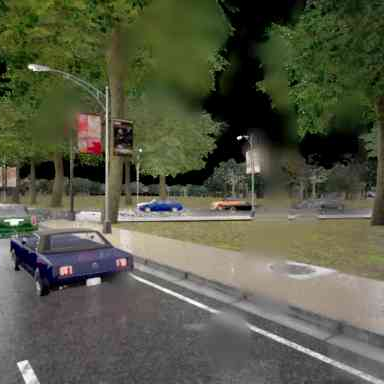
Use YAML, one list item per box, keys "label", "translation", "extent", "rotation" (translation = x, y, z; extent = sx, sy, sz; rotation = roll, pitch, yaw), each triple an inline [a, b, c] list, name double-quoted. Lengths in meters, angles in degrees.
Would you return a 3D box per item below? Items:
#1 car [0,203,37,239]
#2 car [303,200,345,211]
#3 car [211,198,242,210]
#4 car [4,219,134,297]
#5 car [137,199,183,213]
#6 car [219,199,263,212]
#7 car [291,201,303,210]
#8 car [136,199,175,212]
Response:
- label: "car"
  translation: [-8.887, 1.353, 15.914]
  extent: [2.097, 1.767, 4.553]
  rotation: [0, 0, -37]
- label: "car"
  translation: [17.730, 1.759, 43.790]
  extent: [4.902, 1.511, 2.128]
  rotation: [0, 0, -14]
- label: "car"
  translation: [4.764, 1.541, 43.893]
  extent: [4.553, 1.767, 2.097]
  rotation: [0, 0, -14]
- label: "car"
  translation: [-3.426, 1.601, 8.775]
  extent: [1.895, 1.301, 4.718]
  rotation: [0, 0, -38]
- label: "car"
  translation: [-3.590, 1.614, 38.440]
  extent: [5.008, 1.535, 1.882]
  rotation: [0, 0, -13]
- label: "car"
  translation: [6.174, 1.794, 40.897]
  extent: [4.718, 1.301, 1.895]
  rotation: [0, 0, -14]
- label: "car"
  translation: [16.134, 1.825, 46.748]
  extent: [4.181, 1.385, 1.994]
  rotation: [0, 0, -14]
- label: "car"
  translation: [-4.556, 1.660, 41.541]
  extent: [4.674, 1.442, 1.812]
  rotation: [0, 0, -16]
